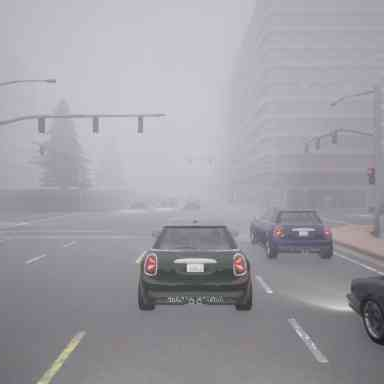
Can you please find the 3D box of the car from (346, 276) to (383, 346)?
[{"bbox_3d":[3.597,1.547,3.313,2.033,1.411,5.357,0,0,0],"label":"car"}]

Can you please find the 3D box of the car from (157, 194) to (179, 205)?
[{"bbox_3d":[-3.620,1.491,51.040,2.128,1.511,4.902,0,0,0],"label":"car"}]

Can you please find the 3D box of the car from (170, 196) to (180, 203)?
[{"bbox_3d":[-3.532,1.595,71.058,1.895,1.301,4.718,0,0,0],"label":"car"}]

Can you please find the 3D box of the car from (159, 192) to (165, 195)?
[{"bbox_3d":[-7.077,1.221,63.878,2.150,2.045,5.566,0,0,0],"label":"car"}]

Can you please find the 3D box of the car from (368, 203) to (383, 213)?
[{"bbox_3d":[19.922,1.492,32.423,5.357,1.411,2.033,0,0,-18],"label":"car"}]

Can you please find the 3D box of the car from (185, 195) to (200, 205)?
[{"bbox_3d":[0.021,1.527,42.542,1.812,1.442,4.674,0,0,2],"label":"car"}]

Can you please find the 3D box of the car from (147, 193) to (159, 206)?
[{"bbox_3d":[-7.114,1.352,54.464,2.097,1.767,4.553,0,0,0],"label":"car"}]

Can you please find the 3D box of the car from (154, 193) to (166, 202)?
[{"bbox_3d":[-7.033,1.225,74.523,2.150,2.045,5.566,0,0,0],"label":"car"}]

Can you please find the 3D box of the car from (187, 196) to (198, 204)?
[{"bbox_3d":[0.071,1.492,66.532,2.128,1.511,4.902,0,0,0],"label":"car"}]

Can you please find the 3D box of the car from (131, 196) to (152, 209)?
[{"bbox_3d":[-7.121,1.601,45.569,1.895,1.301,4.718,0,0,0],"label":"car"}]

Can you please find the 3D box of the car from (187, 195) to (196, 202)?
[{"bbox_3d":[-0.036,1.525,81.717,2.128,1.511,4.902,0,0,0],"label":"car"}]

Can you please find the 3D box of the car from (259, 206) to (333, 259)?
[{"bbox_3d":[3.581,1.352,12.791,2.097,1.767,4.553,0,0,0],"label":"car"}]

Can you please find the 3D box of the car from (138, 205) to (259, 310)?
[{"bbox_3d":[0.067,1.352,7.951,2.097,1.767,4.553,0,0,0],"label":"car"}]
